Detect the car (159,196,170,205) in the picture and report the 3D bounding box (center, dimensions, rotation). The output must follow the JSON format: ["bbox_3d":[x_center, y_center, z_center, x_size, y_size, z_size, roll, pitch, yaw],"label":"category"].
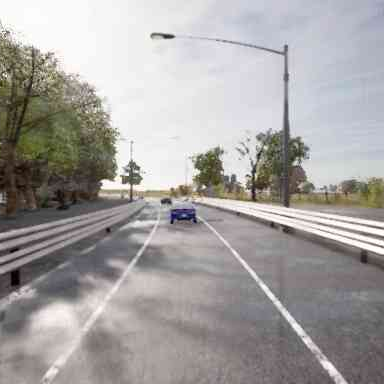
[{"bbox_3d":[-4.729,1.477,59.761,1.837,1.490,4.892,0,0,-10],"label":"car"}]

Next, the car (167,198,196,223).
[{"bbox_3d":[-0.750,1.483,25.758,1.882,1.535,5.008,0,0,-4],"label":"car"}]
